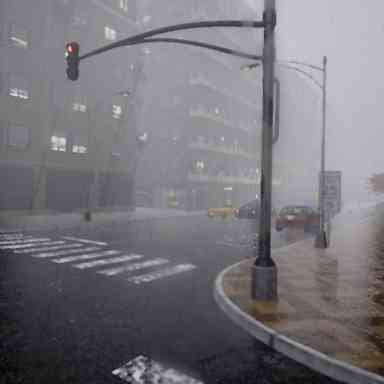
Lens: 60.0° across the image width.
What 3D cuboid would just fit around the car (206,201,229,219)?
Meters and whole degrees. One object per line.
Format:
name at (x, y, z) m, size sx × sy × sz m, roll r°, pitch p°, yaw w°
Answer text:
car at (3.018, 1.537, 29.707) m, size 1.752 × 1.417 × 4.829 m, roll 0°, pitch -1°, yaw 35°

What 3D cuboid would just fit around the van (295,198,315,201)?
van at (16.130, 1.700, 48.324) m, size 1.690 × 1.788 × 3.998 m, roll 0°, pitch -1°, yaw 35°

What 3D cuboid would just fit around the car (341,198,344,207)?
car at (29.142, 2.018, 66.800) m, size 2.192 × 1.841 × 5.009 m, roll 0°, pitch -1°, yaw 35°

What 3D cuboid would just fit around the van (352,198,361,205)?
van at (42.116, 2.388, 85.301) m, size 1.690 × 1.788 × 3.998 m, roll 0°, pitch -1°, yaw 35°

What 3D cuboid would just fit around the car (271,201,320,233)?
car at (6.661, 1.547, 20.443) m, size 1.967 × 1.590 × 4.097 m, roll 0°, pitch -1°, yaw 35°

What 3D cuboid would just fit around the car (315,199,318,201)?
car at (19.382, 1.885, 52.942) m, size 1.967 × 1.590 × 4.097 m, roll 0°, pitch -1°, yaw 35°

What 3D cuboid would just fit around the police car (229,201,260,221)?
police car at (5.503, 1.584, 28.599) m, size 2.038 × 1.542 × 4.974 m, roll 2°, pitch 0°, yaw 35°

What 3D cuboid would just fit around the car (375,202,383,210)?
car at (32.681, 2.361, 57.393) m, size 1.947 × 1.339 × 4.313 m, roll 0°, pitch -1°, yaw 35°
